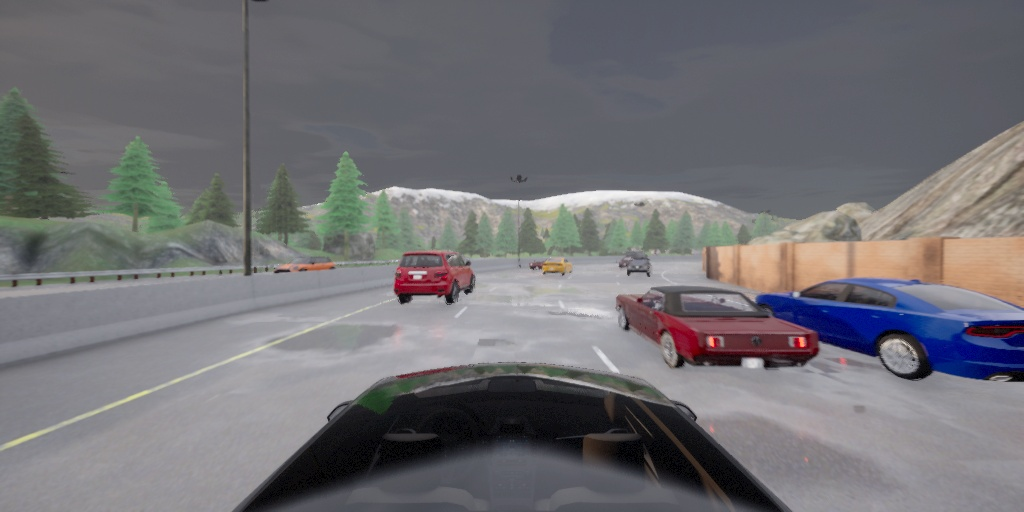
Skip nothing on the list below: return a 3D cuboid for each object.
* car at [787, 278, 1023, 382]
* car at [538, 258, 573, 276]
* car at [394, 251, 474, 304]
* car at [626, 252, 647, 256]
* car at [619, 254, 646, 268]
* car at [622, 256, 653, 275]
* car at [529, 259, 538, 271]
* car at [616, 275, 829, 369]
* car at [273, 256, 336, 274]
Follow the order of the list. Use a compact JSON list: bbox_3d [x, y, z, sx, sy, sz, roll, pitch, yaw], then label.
[{"bbox_3d":[7.109,1.166,7.146,1.882,1.535,5.008,0,1,0],"label":"car"},{"bbox_3d":[4.126,0.882,31.835,1.882,1.535,5.008,0,0,20],"label":"car"},{"bbox_3d":[-3.113,0.814,15.395,2.150,2.045,5.566,0,1,5],"label":"car"},{"bbox_3d":[19.555,0.346,55.964,2.150,2.045,5.566,0,0,44],"label":"car"},{"bbox_3d":[14.624,0.788,44.186,1.812,1.442,4.674,0,0,35],"label":"car"},{"bbox_3d":[11.472,0.950,31.993,2.033,1.411,5.357,0,1,25],"label":"car"},{"bbox_3d":[3.658,0.916,39.515,1.895,1.301,4.718,0,1,27],"label":"car"},{"bbox_3d":[3.659,1.284,7.578,1.895,1.301,4.718,0,1,1],"label":"car"},{"bbox_3d":[-15.548,0.808,27.145,2.097,1.767,4.553,0,1,12],"label":"car"}]
